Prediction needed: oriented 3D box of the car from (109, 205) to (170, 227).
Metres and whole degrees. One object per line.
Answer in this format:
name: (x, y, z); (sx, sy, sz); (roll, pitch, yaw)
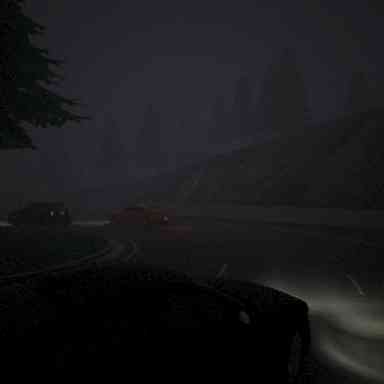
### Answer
car: (-3.915, 1.688, 24.448); (5.008, 1.535, 1.882); (0, -1, 33)

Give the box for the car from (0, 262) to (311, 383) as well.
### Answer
car: (-0.616, 1.507, 3.445); (5.008, 1.535, 1.882); (1, 0, -43)

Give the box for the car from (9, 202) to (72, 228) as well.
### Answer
car: (-10.889, 1.516, 23.838); (4.553, 1.767, 2.097); (0, -1, 24)
